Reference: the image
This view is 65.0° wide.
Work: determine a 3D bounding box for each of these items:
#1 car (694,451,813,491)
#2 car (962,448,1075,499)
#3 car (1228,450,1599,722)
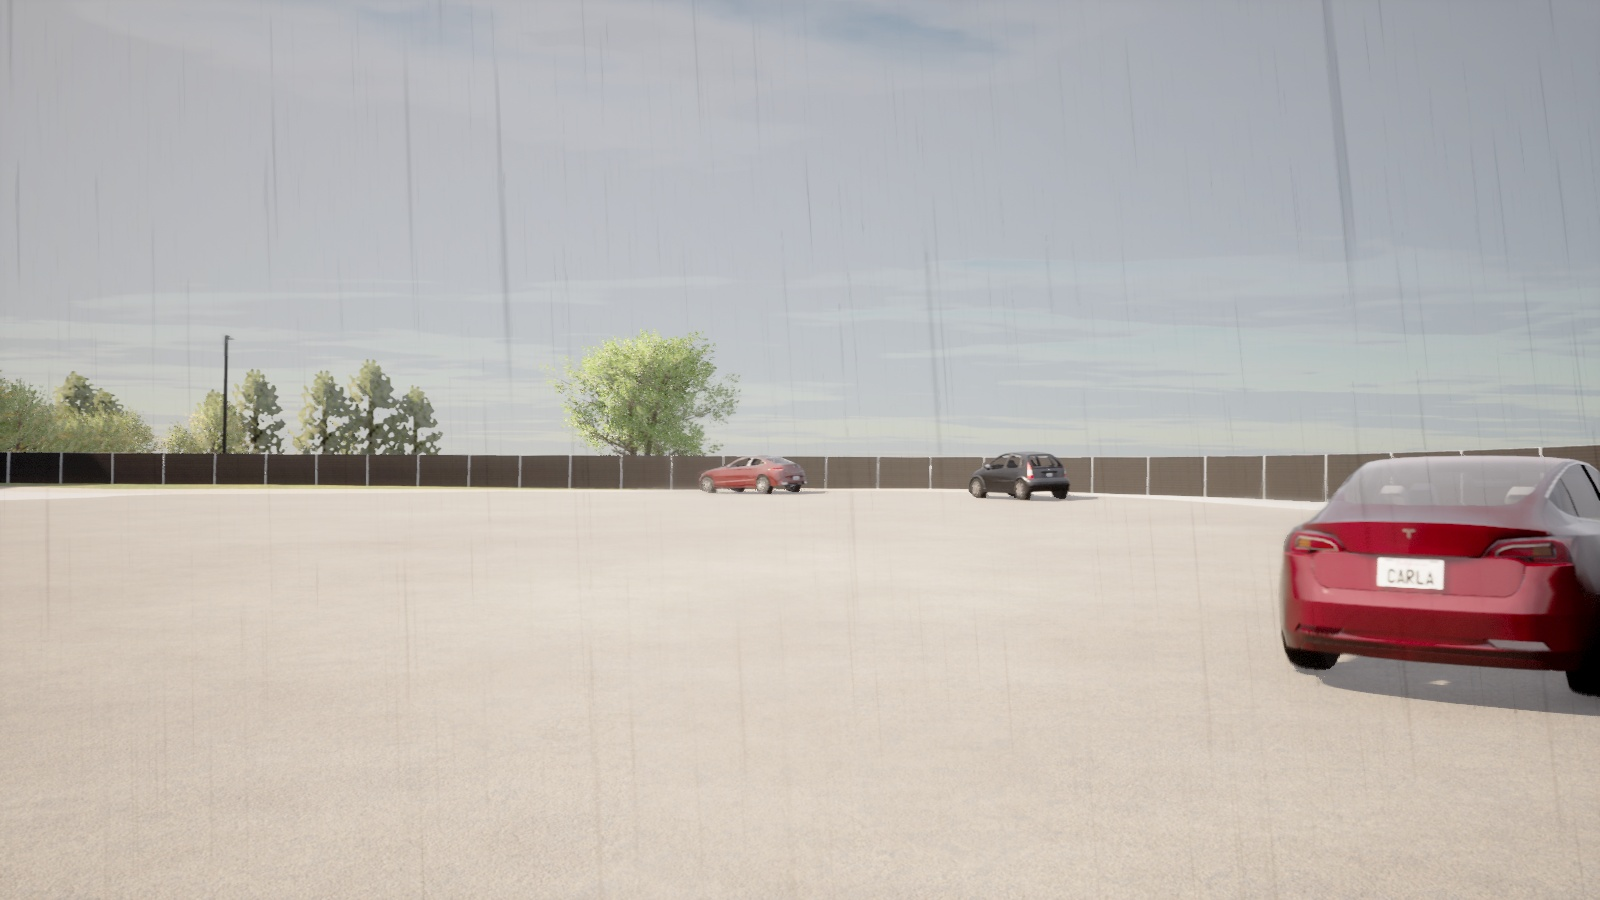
[{"bbox_3d":[-2.073,0.931,54.805,5.027,1.651,2.152,-1,0,40],"label":"car"},{"bbox_3d":[7.455,0.798,43.197,1.851,1.617,3.988,-2,0,-24],"label":"car"},{"bbox_3d":[5.130,0.757,9.382,2.163,1.488,4.792,-1,0,38],"label":"car"}]
